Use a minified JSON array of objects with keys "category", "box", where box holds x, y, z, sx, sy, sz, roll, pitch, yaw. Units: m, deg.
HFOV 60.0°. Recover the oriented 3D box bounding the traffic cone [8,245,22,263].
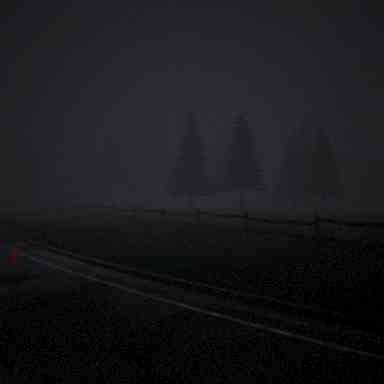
[{"category":"traffic cone","box":[-6.116,2.122,11.458,0.340,0.580,0.340,-1,-1,40]}]
